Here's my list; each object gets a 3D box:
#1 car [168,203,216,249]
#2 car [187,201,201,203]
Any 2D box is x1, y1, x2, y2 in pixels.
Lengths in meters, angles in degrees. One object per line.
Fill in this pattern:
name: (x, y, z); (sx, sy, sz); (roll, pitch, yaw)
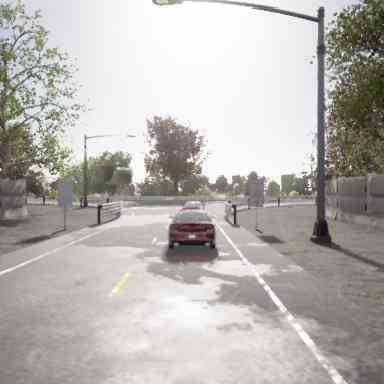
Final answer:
car: (0.000, 1.487, 14.659); (1.882, 1.535, 5.008); (0, 0, 0)
car: (0.143, 1.540, 29.518); (1.812, 1.442, 4.674); (0, 0, 4)
